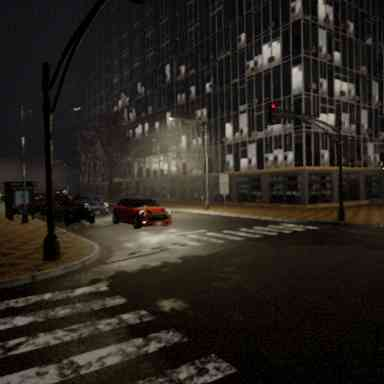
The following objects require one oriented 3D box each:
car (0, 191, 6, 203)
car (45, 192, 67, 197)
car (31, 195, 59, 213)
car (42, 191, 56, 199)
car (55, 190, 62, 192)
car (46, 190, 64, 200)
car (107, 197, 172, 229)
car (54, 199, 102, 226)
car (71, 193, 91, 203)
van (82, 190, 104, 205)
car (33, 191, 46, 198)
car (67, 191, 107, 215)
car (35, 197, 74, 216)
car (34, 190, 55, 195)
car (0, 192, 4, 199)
[{"bbox_3d":[-30.130,1.023,54.850,2.008,1.369,4.403,-1,1,-34],"label":"car"},{"bbox_3d":[-14.448,1.097,36.498,1.837,1.490,4.892,-2,2,-34],"label":"car"},{"bbox_3d":[-14.138,1.272,31.360,1.947,1.339,4.313,-1,1,-34],"label":"car"},{"bbox_3d":[-29.628,0.566,68.958,1.967,1.590,4.097,-1,1,-34],"label":"car"},{"bbox_3d":[-23.212,0.803,59.576,1.802,1.307,4.206,-1,1,-34],"label":"car"},{"bbox_3d":[-26.423,0.489,64.263,2.192,1.841,5.009,-1,1,-34],"label":"car"},{"bbox_3d":[-3.035,1.106,19.773,2.097,1.767,4.553,-2,2,-34],"label":"car"},{"bbox_3d":[-7.786,1.365,21.931,1.947,1.339,4.313,-1,1,-34],"label":"car"},{"bbox_3d":[-16.797,0.898,50.191,1.802,1.307,4.206,-1,1,-34],"label":"car"},{"bbox_3d":[-13.594,0.704,45.494,1.690,1.788,3.998,-1,1,-34],"label":"van"},{"bbox_3d":[-36.041,0.581,78.344,2.008,1.369,4.403,-1,1,-34],"label":"car"},{"bbox_3d":[-8.612,1.027,27.935,2.097,1.767,4.553,-2,2,-34],"label":"car"},{"bbox_3d":[-10.979,1.335,26.636,1.802,1.307,4.206,-1,1,-34],"label":"car"},{"bbox_3d":[-20.808,0.854,45.883,2.097,1.767,4.553,-2,1,-34],"label":"car"},{"bbox_3d":[-42.959,0.721,73.617,1.967,1.590,4.097,-1,1,-34],"label":"car"}]
